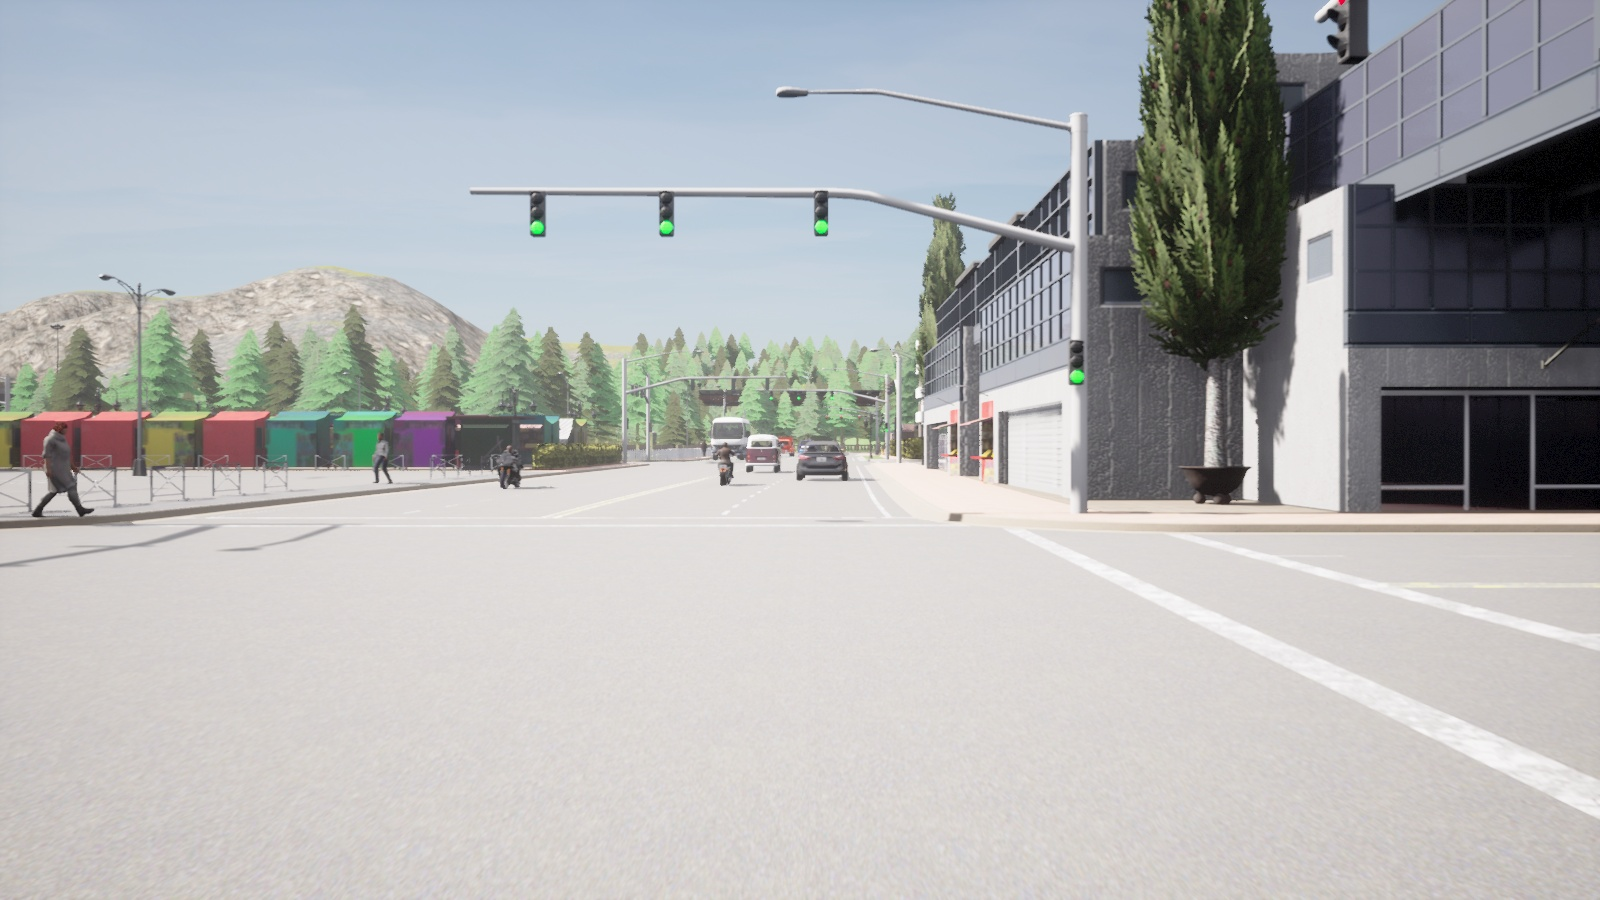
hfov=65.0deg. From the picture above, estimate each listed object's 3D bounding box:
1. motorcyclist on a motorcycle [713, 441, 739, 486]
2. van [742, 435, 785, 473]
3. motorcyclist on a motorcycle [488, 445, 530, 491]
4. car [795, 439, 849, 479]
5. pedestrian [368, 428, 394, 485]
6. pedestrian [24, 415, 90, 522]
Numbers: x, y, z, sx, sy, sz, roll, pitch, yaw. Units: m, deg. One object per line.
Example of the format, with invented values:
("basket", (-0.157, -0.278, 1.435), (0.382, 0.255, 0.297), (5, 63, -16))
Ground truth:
("motorcyclist on a motorcycle", (-2.763, 0.505, 47.032), (0.766, 1.649, 2.350), (0, 0, 2))
("van", (-1.955, 0.191, 68.951), (2.069, 2.038, 4.480), (0, 0, 2))
("motorcyclist on a motorcycle", (-9.920, 0.601, 42.881), (0.866, 1.530, 2.191), (0, 0, 2))
("car", (1.012, 0.372, 54.442), (2.242, 1.667, 4.611), (0, 0, 2))
("pedestrian", (-14.382, 0.220, 43.087), (0.423, 1.949, 0.788), (0, 0, 25))
("pedestrian", (-13.758, 0.331, 23.270), (0.873, 1.952, 0.659), (0, 0, -12))
